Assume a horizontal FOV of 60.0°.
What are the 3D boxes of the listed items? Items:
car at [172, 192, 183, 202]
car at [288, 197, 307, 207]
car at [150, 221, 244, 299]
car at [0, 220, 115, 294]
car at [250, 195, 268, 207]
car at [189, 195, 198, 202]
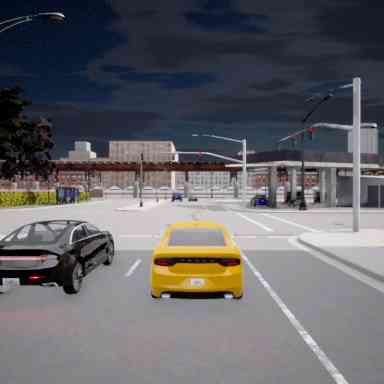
[{"bbox_3d":[-3.243,1.122,74.060,2.150,2.045,5.566,0,0,0],"label":"car"},{"bbox_3d":[15.627,1.426,49.483,1.970,1.475,3.806,0,0,1],"label":"car"},{"bbox_3d":[0.111,1.468,8.481,1.882,1.535,5.008,0,0,0],"label":"car"},{"bbox_3d":[-3.387,1.474,8.702,2.128,1.511,4.902,0,0,0],"label":"car"},{"bbox_3d":[9.880,1.254,48.740,2.242,1.667,4.611,0,0,1],"label":"car"},{"bbox_3d":[0.254,1.446,73.449,1.994,1.385,4.181,0,0,0],"label":"car"}]
